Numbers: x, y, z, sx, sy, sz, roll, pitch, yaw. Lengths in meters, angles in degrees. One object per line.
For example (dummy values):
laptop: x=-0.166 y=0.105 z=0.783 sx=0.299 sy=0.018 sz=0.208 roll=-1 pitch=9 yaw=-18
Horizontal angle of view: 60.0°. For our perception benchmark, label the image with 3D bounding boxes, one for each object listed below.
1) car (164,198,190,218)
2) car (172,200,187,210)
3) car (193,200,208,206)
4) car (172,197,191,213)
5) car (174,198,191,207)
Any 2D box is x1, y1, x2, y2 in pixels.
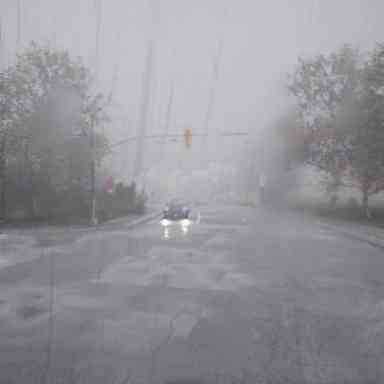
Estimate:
car: x=-1.311 y=1.387 z=29.880 sx=2.097 sy=1.767 sz=4.553 roll=-1 pitch=-1 yaw=1
car: x=-1.941 y=1.928 z=50.566 sx=2.033 sy=1.411 sz=5.357 roll=-1 pitch=-1 yaw=-6
car: x=1.706 y=2.267 z=68.457 sx=1.895 sy=1.301 sz=4.718 roll=-1 pitch=-1 yaw=-17
car: x=-1.285 y=1.519 z=39.971 sx=2.097 sy=1.767 sz=4.553 roll=-1 pitch=-1 yaw=-2
car: x=-1.984 y=2.087 z=68.600 sx=2.097 sy=1.767 sz=4.553 roll=-1 pitch=-1 yaw=-20
